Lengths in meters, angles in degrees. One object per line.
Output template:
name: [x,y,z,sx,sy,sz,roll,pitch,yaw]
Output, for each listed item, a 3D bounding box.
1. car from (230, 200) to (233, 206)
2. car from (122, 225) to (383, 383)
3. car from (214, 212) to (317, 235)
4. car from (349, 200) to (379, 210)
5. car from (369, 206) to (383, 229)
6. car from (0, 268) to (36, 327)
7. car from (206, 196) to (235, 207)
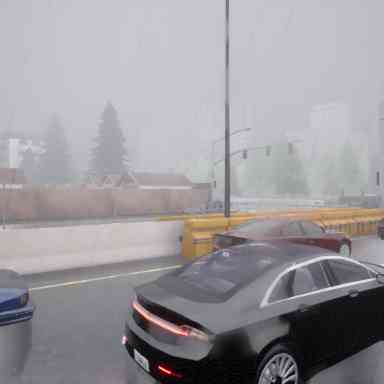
car: [1.070,1.564,26.211,4.181,1.385,1.994,0,0,-35]
car: [1.455,1.492,4.796,4.902,1.511,2.128,0,0,-36]
car: [2.894,1.478,10.129,5.008,1.535,1.882,0,0,-36]
car: [19.490,1.547,35.203,5.357,1.411,2.033,0,0,34]
car: [10.606,1.505,15.659,4.892,1.490,1.837,0,0,-36]
car: [-5.105,1.547,4.398,5.357,1.411,2.033,0,0,-36]
car: [4.443,1.492,52.830,2.128,1.511,4.902,0,0,-33]
